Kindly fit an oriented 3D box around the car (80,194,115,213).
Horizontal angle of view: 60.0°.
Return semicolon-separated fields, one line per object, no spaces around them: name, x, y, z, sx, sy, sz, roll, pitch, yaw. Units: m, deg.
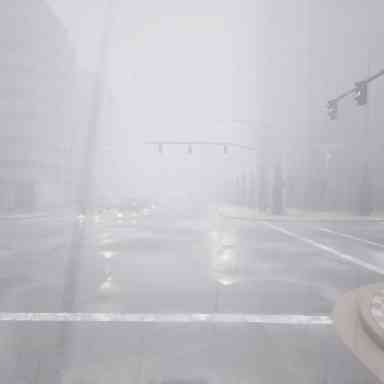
car;-10.546;1.221;36.736;2.150;2.045;5.566;0;0;0

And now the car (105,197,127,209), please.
car;-10.531;1.477;46.438;1.882;1.535;5.008;0;0;0

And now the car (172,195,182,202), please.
car;-3.390;1.494;76.002;2.128;1.511;4.902;0;0;0

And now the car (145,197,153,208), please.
car;-7.027;1.526;47.064;1.812;1.442;4.674;0;0;0

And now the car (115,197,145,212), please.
car;-7.045;1.352;38.080;2.097;1.767;4.553;0;0;0

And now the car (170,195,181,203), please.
car;-3.404;1.505;66.674;1.837;1.490;4.892;0;0;0

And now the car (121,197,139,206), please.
car;-10.501;1.547;56.771;2.033;1.411;5.357;0;0;0

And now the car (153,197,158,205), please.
car;-7.001;1.564;56.943;1.994;1.385;4.181;0;0;0

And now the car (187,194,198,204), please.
car;0.096;1.547;66.100;2.033;1.411;5.357;0;0;0
